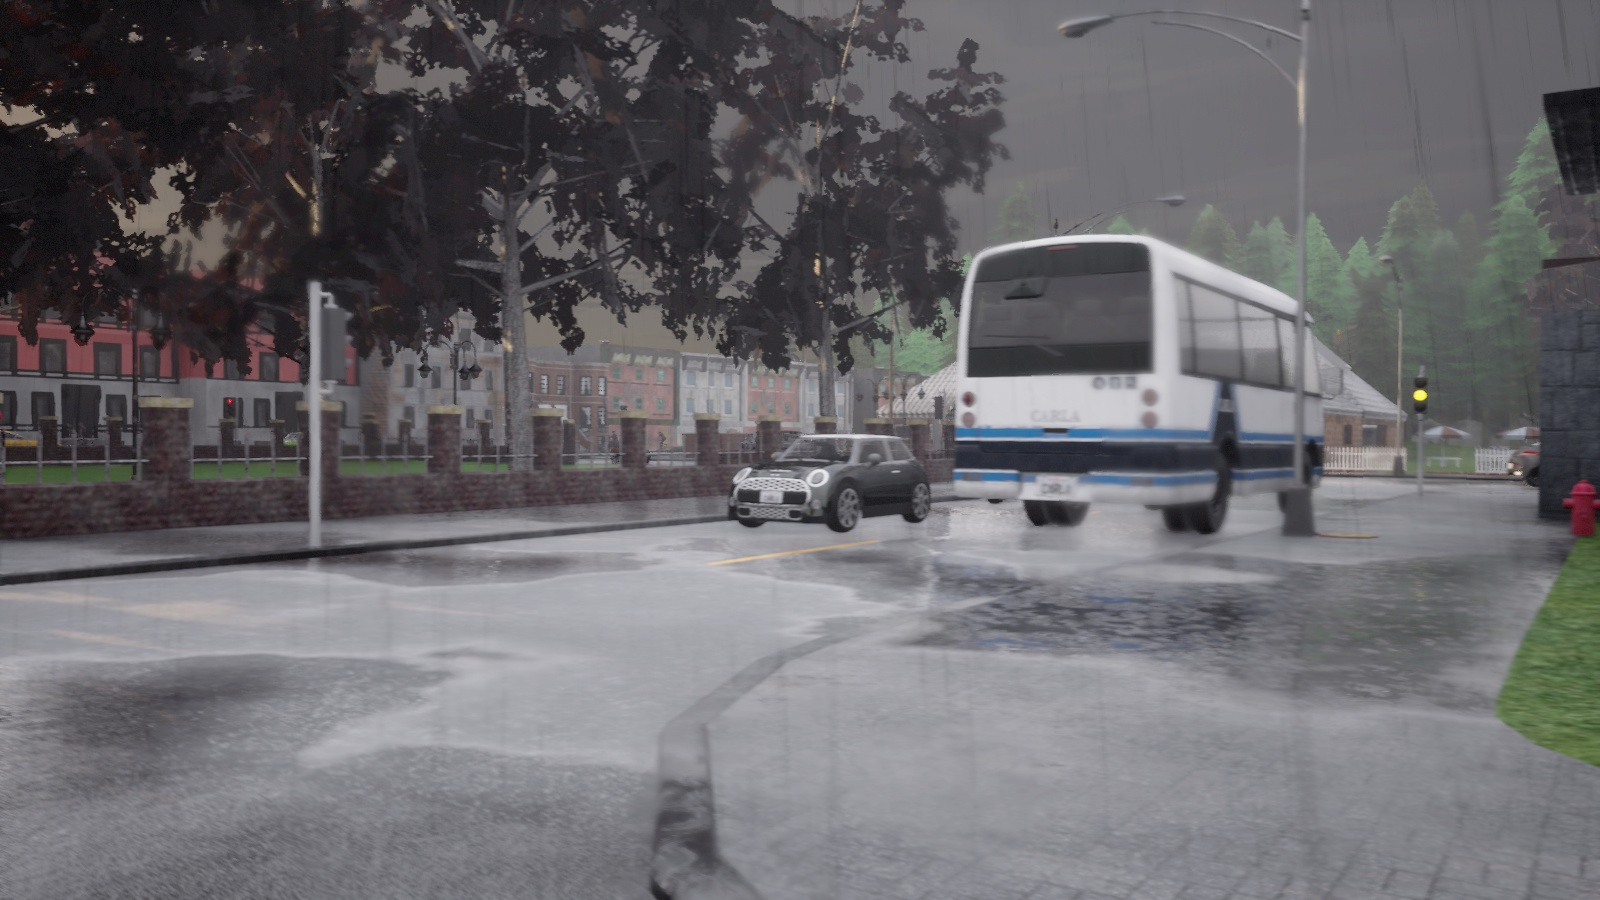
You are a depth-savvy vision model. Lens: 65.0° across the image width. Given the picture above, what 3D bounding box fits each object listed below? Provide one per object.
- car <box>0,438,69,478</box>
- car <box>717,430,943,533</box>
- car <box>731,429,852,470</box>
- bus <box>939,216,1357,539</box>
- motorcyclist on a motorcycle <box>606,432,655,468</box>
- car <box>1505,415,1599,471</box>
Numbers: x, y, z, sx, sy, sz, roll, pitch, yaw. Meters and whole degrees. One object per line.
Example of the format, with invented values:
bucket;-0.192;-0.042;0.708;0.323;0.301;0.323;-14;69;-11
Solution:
car;-33.113;0.347;51.267;1.801;1.575;5.366;0;1;34
car;0.585;0.431;20.188;1.970;1.475;3.806;0;1;32
car;-0.379;-0.029;53.921;4.856;1.649;2.033;0;1;32
bus;6.598;-0.995;21.900;3.944;4.253;10.273;0;0;34
motorcyclist on a motorcycle;-7.961;0.003;58.954;2.350;1.649;0.766;0;1;32
car;24.234;-0.222;37.690;5.027;1.651;2.152;0;1;19
